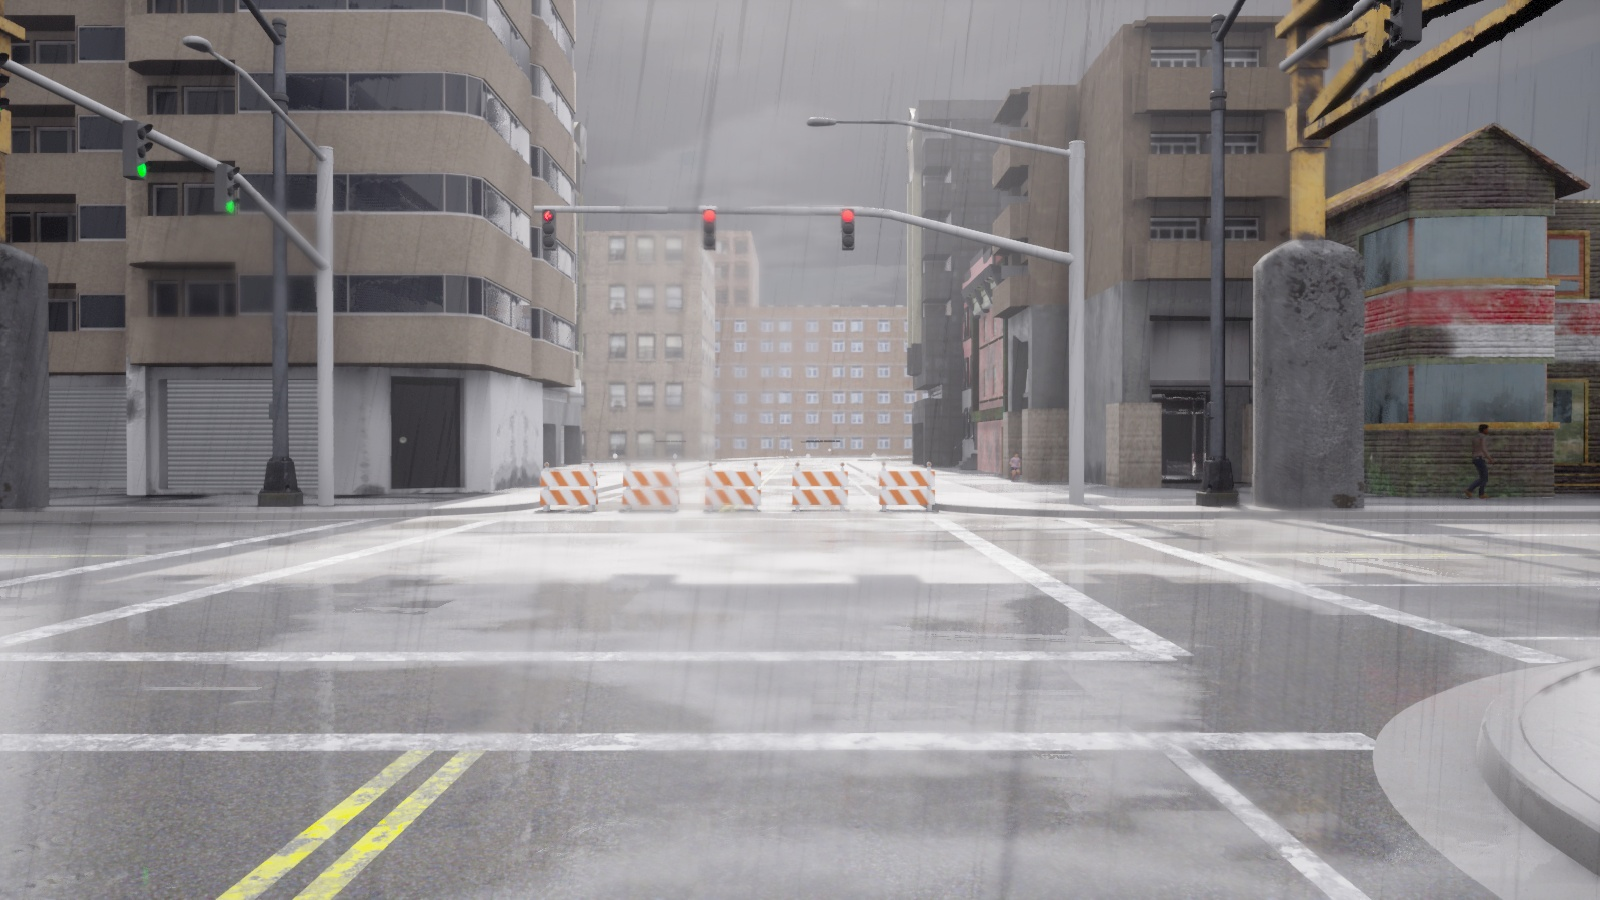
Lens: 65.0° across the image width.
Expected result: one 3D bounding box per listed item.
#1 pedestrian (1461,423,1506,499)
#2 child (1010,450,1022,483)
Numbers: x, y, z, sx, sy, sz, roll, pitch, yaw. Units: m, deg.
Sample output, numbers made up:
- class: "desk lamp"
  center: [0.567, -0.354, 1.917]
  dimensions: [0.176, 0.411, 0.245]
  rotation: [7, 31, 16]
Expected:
- class: "pedestrian"
  center: [16.281, 0.256, 29.922]
  dimensions: [0.869, 1.805, 0.328]
  rotation: [0, 0, 7]
- class: "child"
  center: [7.384, 0.555, 42.963]
  dimensions: [0.255, 1.110, 0.394]
  rotation: [0, 0, -12]
